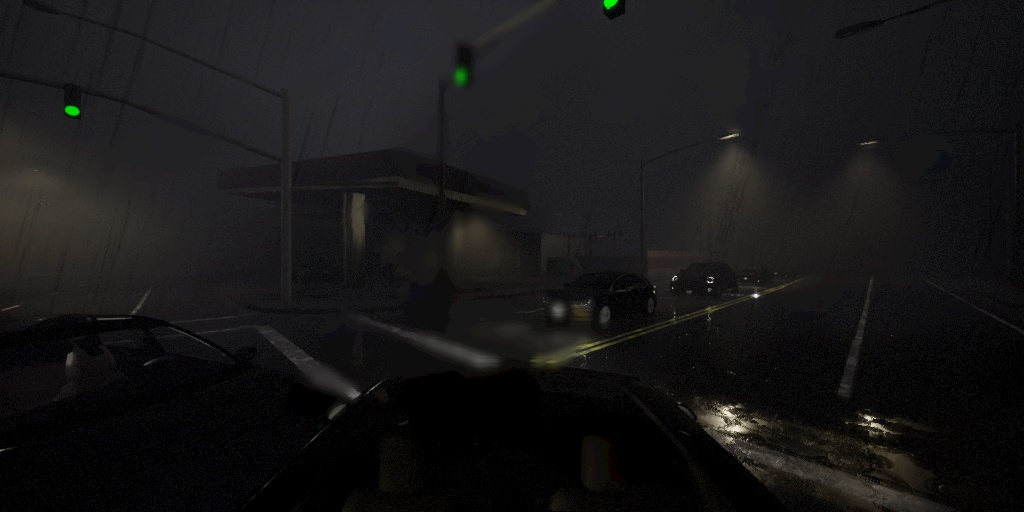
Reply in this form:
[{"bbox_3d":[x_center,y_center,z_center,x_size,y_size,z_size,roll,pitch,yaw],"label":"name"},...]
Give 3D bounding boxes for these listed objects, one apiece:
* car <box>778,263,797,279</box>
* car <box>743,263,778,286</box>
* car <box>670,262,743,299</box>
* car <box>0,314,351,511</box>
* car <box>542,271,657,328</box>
[{"bbox_3d":[24.092,1.313,32.185,4.181,1.385,1.994,0,0,-44],"label":"car"},{"bbox_3d":[16.890,1.314,25.201,1.994,1.385,4.181,0,0,45],"label":"car"},{"bbox_3d":[9.897,1.102,18.358,4.553,1.767,2.097,0,0,-44],"label":"car"},{"bbox_3d":[-3.396,1.242,2.622,4.902,1.511,2.128,0,0,15],"label":"car"},{"bbox_3d":[2.993,1.255,11.579,4.892,1.490,1.837,0,0,-45],"label":"car"}]
